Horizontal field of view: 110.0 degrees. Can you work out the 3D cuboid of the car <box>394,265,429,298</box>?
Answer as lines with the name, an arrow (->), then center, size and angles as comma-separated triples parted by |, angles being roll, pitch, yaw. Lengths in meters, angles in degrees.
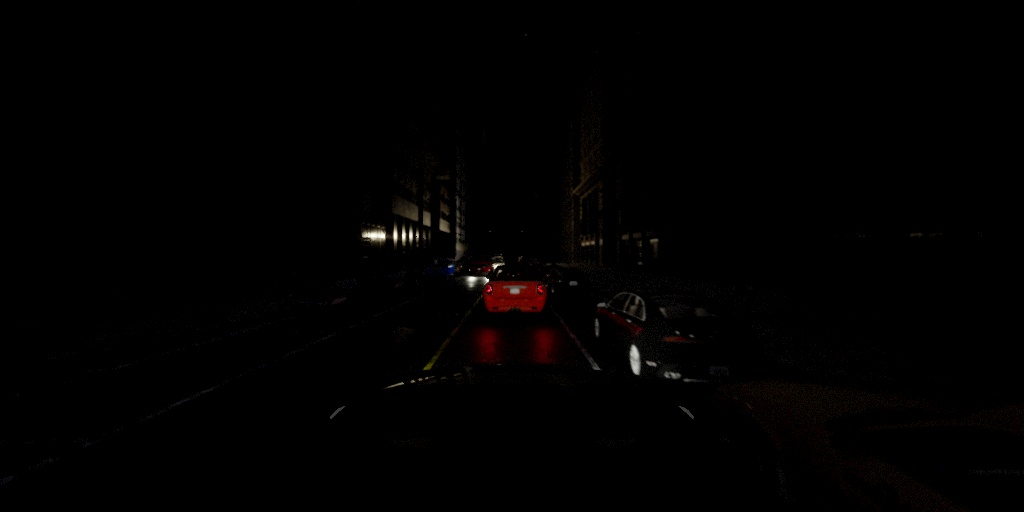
car -> -5.757, 1.287, 18.144 | 1.802, 1.307, 4.207 | 0, 0, 0

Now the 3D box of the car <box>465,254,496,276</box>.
car -> -3.086, 0.880, 36.296 | 2.150, 2.045, 5.566 | 0, 0, 0

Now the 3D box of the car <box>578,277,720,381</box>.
car -> 2.764, 1.286, 6.955 | 2.007, 1.370, 4.403 | 0, 0, 0

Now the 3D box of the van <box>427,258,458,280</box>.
van -> -5.754, 1.017, 29.349 | 1.690, 1.789, 3.998 | 0, 0, 0

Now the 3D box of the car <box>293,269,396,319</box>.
car -> -5.759, 1.303, 12.543 | 1.802, 1.307, 4.207 | 0, 0, 0

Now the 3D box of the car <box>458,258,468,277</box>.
car -> -5.752, 1.187, 34.781 | 1.751, 1.417, 4.829 | 0, 0, 0

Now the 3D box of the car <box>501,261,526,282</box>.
car -> 0.102, 1.182, 29.031 | 1.837, 1.490, 4.892 | 0, 0, 0

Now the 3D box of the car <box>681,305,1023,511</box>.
car -> 2.762, 1.276, 1.523 | 1.751, 1.417, 4.829 | 0, 0, 0

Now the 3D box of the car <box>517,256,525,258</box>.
car -> 2.406, 0.945, 63.276 | 2.097, 1.767, 4.553 | 0, 0, 0

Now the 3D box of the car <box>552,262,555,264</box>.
car -> 2.769, 1.272, 23.760 | 1.802, 1.307, 4.207 | 0, 0, 0

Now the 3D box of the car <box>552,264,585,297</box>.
car -> 2.768, 1.271, 18.158 | 1.948, 1.339, 4.313 | 0, 0, 0

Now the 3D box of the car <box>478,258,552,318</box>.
car -> 0.095, 1.072, 13.035 | 2.097, 1.767, 4.553 | 0, 0, 0

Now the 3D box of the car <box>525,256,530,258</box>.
car -> 2.775, 1.087, 40.564 | 1.967, 1.591, 4.097 | 0, 0, 0

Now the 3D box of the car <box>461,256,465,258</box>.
car -> -5.749, 0.948, 46.155 | 2.192, 1.841, 5.009 | 0, 0, 0
